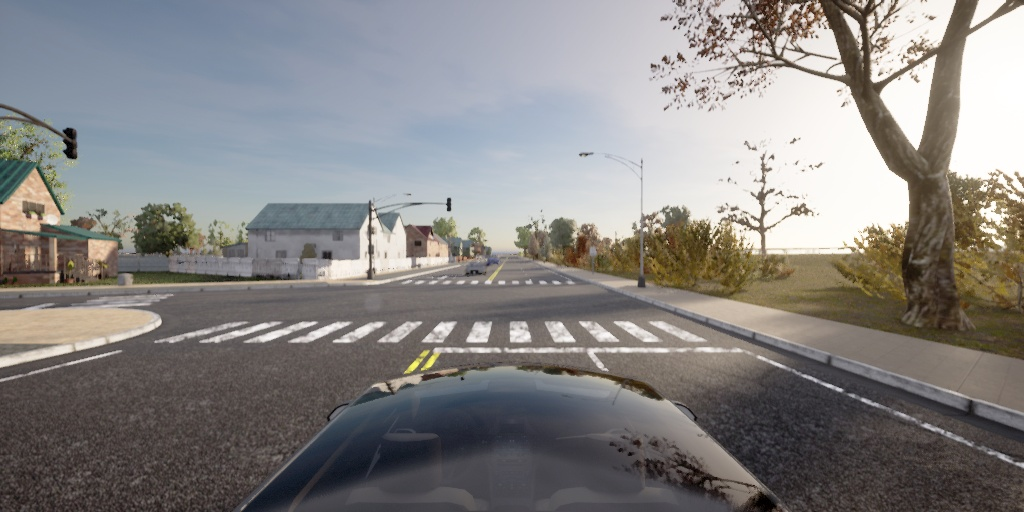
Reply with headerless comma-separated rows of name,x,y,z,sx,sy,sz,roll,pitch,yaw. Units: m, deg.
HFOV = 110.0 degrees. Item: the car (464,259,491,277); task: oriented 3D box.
car,-3.413,1.285,34.456,1.994,1.385,4.181,0,1,0
